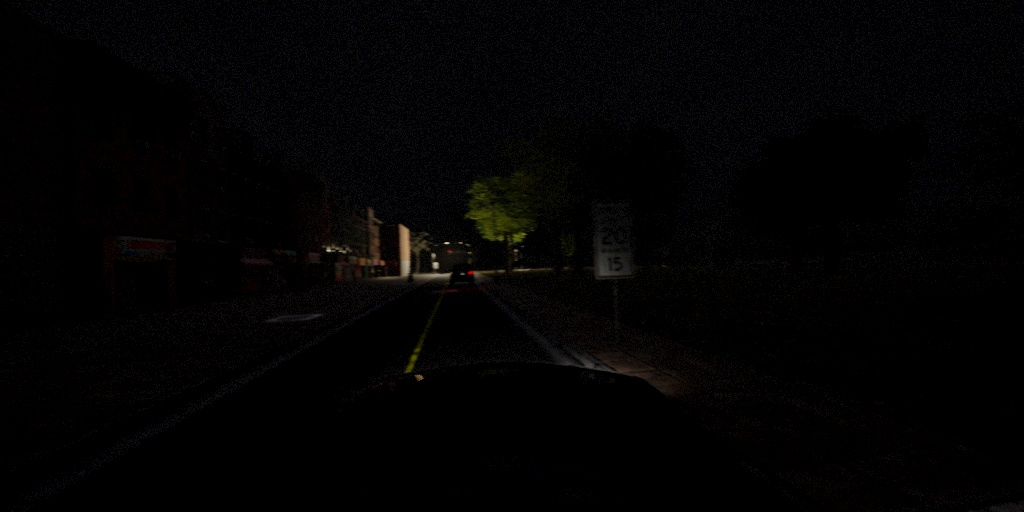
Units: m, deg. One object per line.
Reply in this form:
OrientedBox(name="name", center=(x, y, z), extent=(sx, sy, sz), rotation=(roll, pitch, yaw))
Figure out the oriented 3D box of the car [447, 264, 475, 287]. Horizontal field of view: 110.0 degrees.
OrientedBox(name="car", center=(-4.746, 1.755, 33.987), extent=(2.150, 2.045, 5.566), rotation=(-2, -1, -9))
